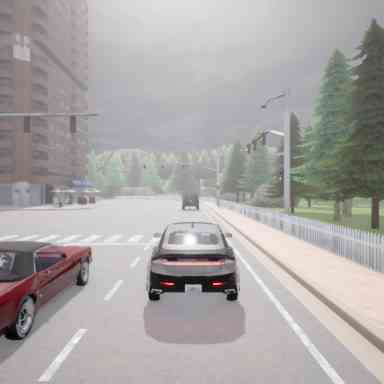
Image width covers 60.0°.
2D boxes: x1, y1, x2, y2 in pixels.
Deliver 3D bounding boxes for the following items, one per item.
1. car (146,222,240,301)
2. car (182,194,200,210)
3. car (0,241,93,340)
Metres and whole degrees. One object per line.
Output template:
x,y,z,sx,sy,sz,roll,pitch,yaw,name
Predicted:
0.023,1.492,8.310,2.128,1.511,4.902,0,0,0,car
-0.180,1.221,43.762,2.150,2.045,5.566,0,0,-1,car
-3.450,1.601,6.461,1.895,1.301,4.718,0,0,0,car
